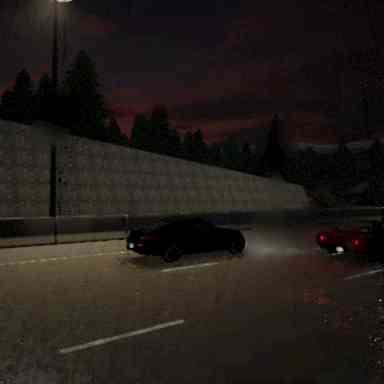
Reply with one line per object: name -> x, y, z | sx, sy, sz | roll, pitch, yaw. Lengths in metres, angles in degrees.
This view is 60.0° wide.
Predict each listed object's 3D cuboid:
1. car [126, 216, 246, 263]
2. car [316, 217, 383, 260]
car -> -0.114, 1.612, 12.269 | 4.674, 1.442, 1.812 | 1, -1, -36
car -> 7.053, 1.764, 13.088 | 4.718, 1.301, 1.895 | 1, -1, -36
